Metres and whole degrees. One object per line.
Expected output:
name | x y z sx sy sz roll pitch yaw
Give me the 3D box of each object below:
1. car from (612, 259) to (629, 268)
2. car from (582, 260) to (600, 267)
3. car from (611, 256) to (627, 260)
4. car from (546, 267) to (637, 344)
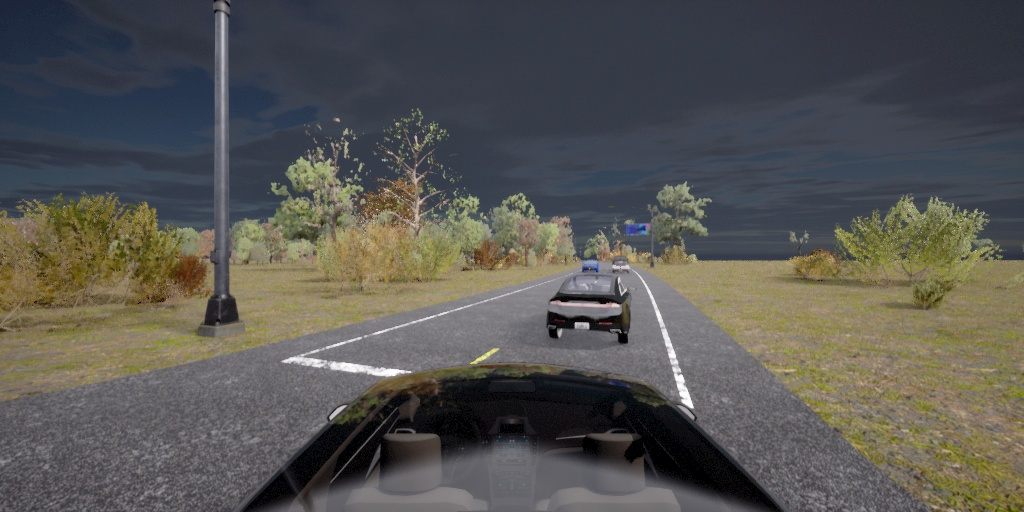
car | 12.902 1.351 42.472 1.895 1.301 4.718 0 0 18
car | 9.776 1.229 44.305 1.882 1.535 5.008 0 0 16
car | 15.084 0.985 50.099 2.150 2.045 5.566 0 0 16
car | 2.263 1.239 9.741 2.128 1.511 4.902 0 0 20
